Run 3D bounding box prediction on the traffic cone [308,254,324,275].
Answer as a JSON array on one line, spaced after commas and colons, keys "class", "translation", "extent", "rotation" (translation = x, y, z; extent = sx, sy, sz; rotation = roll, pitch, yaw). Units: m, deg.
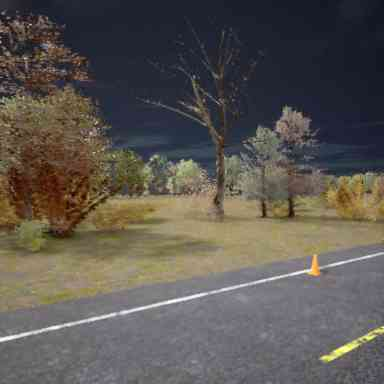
[{"class": "traffic cone", "translation": [3.688, 2.136, 9.932], "extent": [0.340, 0.580, 0.340], "rotation": [0, -1, -37]}]
